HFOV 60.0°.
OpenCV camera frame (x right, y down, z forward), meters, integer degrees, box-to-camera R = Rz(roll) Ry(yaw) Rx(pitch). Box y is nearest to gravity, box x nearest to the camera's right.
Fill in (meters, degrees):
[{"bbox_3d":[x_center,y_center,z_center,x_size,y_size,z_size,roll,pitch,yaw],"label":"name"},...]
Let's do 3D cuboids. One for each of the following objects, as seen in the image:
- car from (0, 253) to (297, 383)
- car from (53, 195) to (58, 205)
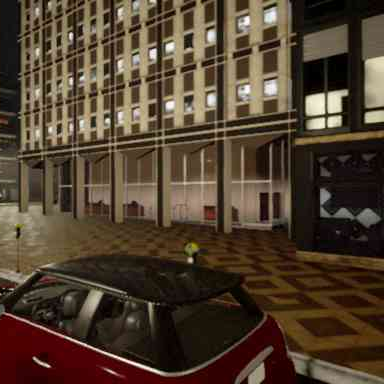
[{"bbox_3d":[-1.087,1.422,3.662,4.097,1.590,1.967,0,0,36],"label":"car"},{"bbox_3d":[-17.267,1.090,44.082,2.008,1.369,4.403,0,0,36],"label":"car"}]
